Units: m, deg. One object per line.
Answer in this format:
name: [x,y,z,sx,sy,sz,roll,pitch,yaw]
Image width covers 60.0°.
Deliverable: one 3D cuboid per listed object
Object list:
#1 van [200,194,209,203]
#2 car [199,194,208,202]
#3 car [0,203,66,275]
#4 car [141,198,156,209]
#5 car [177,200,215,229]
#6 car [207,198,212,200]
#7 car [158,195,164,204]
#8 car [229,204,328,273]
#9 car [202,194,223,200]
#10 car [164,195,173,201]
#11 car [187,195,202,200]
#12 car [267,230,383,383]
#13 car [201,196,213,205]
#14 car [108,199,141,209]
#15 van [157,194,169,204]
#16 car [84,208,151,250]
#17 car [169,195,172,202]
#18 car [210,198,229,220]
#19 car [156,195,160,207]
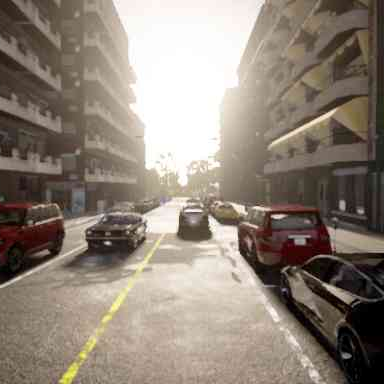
van: [2.687,1.282,71.388,1.690,1.788,3.998,-1,0,0]
car: [2.690,1.375,76.912,1.967,1.590,4.097,-1,0,0]
car: [-5.705,1.308,10.574,2.192,1.841,5.009,-1,0,0]
car: [-5.695,1.517,38.196,1.887,1.381,4.507,-1,0,0]
car: [0.100,1.477,21.232,2.128,1.511,4.902,0,0,0]
car: [2.684,1.557,32.718,1.802,1.307,4.206,-1,0,0]
car: [-5.692,1.529,49.244,1.947,1.339,4.313,-1,0,0]
car: [2.674,1.307,10.621,2.192,1.841,5.009,-1,0,0]
car: [2.680,1.286,38.242,2.192,1.841,5.009,-1,0,0]
car: [-5.782,1.512,82.383,1.802,1.307,4.206,-1,0,0]
car: [0.108,1.447,40.502,1.882,1.535,5.008,0,0,0]
car: [2.678,1.562,5.097,1.947,1.339,4.313,-1,0,0]
car: [2.689,1.497,60.339,1.887,1.381,4.507,-1,0,0]
car: [-5.697,1.531,27.147,2.008,1.369,4.403,-1,0,0]
van: [-5.694,1.294,60.293,1.690,1.788,3.998,-1,0,0]
car: [-3.096,1.590,14.490,1.895,1.301,4.718,0,0,0]
car: [-5.688,1.467,71.171,1.752,1.417,4.829,-1,0,0]
car: [2.682,1.505,27.364,1.752,1.417,4.829,-1,0,0]
car: [-5.695,1.493,43.551,1.752,1.417,4.829,-1,0,0]
